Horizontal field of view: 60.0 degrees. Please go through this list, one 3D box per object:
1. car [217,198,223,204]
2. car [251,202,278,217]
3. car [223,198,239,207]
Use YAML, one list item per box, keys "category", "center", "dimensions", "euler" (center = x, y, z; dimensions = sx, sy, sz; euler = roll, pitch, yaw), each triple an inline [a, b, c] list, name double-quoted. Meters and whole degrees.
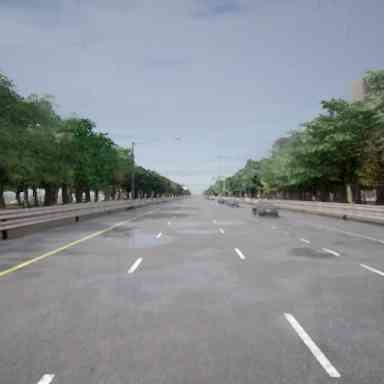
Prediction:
- category: "car"
  center: [7.421, 2.236, 83.963]
  dimensions: [1.994, 1.385, 4.181]
  euler: [0, -1, 1]
- category: "car"
  center: [7.073, 1.708, 32.639]
  dimensions: [1.994, 1.385, 4.181]
  euler: [0, -1, 0]
- category: "car"
  center: [7.220, 1.965, 59.817]
  dimensions: [2.033, 1.411, 5.357]
  euler: [0, -1, 0]
